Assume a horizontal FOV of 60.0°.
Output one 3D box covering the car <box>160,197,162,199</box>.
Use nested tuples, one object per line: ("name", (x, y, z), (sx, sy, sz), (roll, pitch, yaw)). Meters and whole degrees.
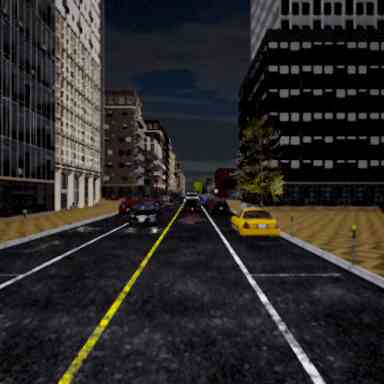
("car", (-5.686, 1.496, 54.909), (1.947, 1.339, 4.313), (0, 0, 0))

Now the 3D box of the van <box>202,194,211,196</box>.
("van", (2.662, 1.270, 54.883), (1.690, 1.788, 3.998), (0, 0, 0))

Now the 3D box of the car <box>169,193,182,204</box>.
("car", (-3.024, 1.173, 62.674), (2.150, 2.045, 5.566), (0, 0, 1))

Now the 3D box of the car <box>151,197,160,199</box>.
("car", (-5.686, 1.484, 43.532), (1.887, 1.381, 4.507), (0, 0, 0))

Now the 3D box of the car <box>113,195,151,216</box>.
("car", (-5.685, 1.266, 32.153), (2.192, 1.841, 5.009), (0, 0, 0))

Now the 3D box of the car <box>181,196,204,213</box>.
("car", (0.053, 1.452, 35.858), (1.837, 1.490, 4.892), (0, 0, 0))

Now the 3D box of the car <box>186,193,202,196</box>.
("car", (0.001, 1.156, 49.061), (2.150, 2.045, 5.566), (0, 0, 0))

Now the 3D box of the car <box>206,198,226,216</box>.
("car", (2.661, 1.516, 32.127), (1.947, 1.339, 4.313), (0, 0, 0))

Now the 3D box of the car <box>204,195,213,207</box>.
("car", (2.661, 1.516, 49.194), (1.802, 1.307, 4.206), (0, 0, 0))

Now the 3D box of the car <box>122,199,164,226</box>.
("car", (-3.099, 1.454, 22.958), (2.128, 1.511, 4.902), (0, 0, 0))

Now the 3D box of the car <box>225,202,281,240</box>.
("car", (3.000, 1.427, 16.759), (1.801, 1.575, 5.366), (0, 0, 0))

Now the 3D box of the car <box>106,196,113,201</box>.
("car", (-17.464, 1.444, 75.695), (4.206, 1.307, 1.802), (0, 0, 0))

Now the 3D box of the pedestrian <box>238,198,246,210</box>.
("pedestrian", (3.000, 1.260, 19.756), (0.375, 1.860, 0.375), (0, 0, 0))
